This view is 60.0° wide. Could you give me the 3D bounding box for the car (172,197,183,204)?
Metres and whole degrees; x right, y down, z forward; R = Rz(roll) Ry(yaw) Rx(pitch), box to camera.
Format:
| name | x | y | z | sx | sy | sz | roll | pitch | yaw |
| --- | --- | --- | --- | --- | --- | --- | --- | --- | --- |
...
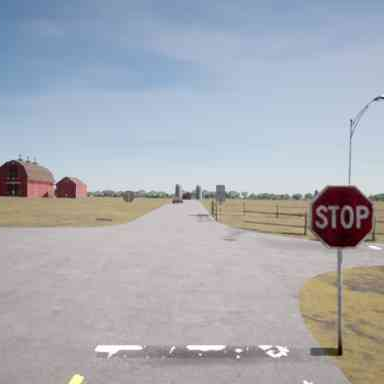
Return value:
| name | x | y | z | sx | sy | sz | roll | pitch | yaw |
| --- | --- | --- | --- | --- | --- | --- | --- | --- | --- |
| car | -2.780 | 1.580 | 65.488 | 1.994 | 1.385 | 4.181 | 0 | 0 | 0 |
